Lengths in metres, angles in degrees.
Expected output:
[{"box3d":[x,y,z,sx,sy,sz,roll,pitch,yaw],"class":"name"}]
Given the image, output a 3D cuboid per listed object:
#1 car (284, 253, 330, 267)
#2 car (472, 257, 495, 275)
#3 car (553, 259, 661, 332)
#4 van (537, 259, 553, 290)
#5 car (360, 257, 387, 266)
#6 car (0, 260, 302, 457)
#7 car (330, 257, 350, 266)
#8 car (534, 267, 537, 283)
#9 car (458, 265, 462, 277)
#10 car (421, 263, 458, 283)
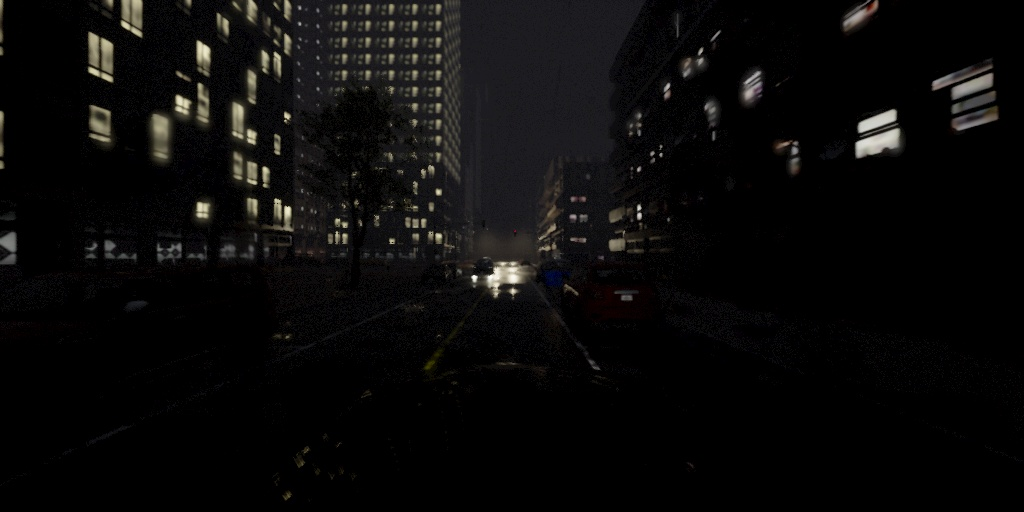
[{"box3d":[-27.362,0.590,47.279,5.009,1.841,2.192,0,0,-1],"class":"car"},{"box3d":[-2.991,1.097,38.221,2.097,1.767,4.553,0,0,0],"class":"car"},{"box3d":[2.695,1.062,10.796,2.192,1.841,5.009,0,0,0],"class":"car"},{"box3d":[2.701,1.087,21.898,1.690,1.789,3.998,0,0,0],"class":"van"},{"box3d":[-22.016,0.879,55.806,4.829,1.417,1.751,0,0,-1],"class":"car"},{"box3d":[-5.688,1.064,5.249,2.192,1.841,5.009,0,0,0],"class":"car"},{"box3d":[-27.460,0.815,55.660,4.313,1.339,1.948,0,0,-1],"class":"car"},{"box3d":[2.704,1.186,27.449,1.967,1.591,4.097,0,0,0],"class":"car"},{"box3d":[-5.674,1.313,32.699,1.948,1.339,4.313,0,0,0],"class":"car"},{"box3d":[-5.676,1.313,27.452,1.948,1.339,4.313,0,0,0],"class":"car"}]
